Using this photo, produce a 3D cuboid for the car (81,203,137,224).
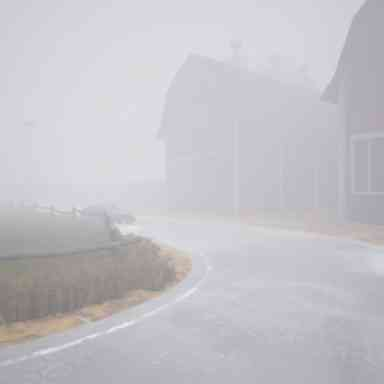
[{"bbox_3d":[-5.892,1.449,23.016,2.033,1.411,5.357,0,0,-39],"label":"car"}]
